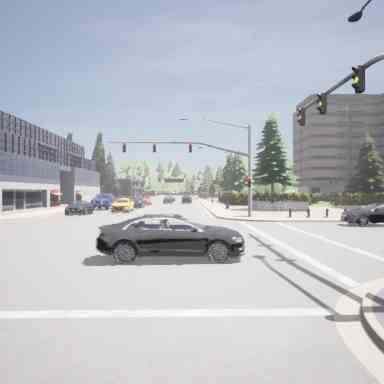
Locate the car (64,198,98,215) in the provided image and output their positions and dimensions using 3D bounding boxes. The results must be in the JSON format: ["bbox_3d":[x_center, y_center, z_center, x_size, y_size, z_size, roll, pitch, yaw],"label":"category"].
[{"bbox_3d":[-11.251,1.563,33.411,1.994,1.385,4.181,0,0,-1],"label":"car"}]

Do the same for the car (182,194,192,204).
[{"bbox_3d":[-0.993,1.503,64.899,1.837,1.490,4.892,0,0,-1],"label":"car"}]

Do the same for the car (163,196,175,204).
[{"bbox_3d":[-4.590,1.546,64.574,2.033,1.411,5.357,0,0,-1],"label":"car"}]

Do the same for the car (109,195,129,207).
[{"bbox_3d":[-11.512,1.351,52.664,2.097,1.767,4.553,0,0,-1],"label":"car"}]

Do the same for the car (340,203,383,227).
[{"bbox_3d":[12.497,1.491,22.183,4.902,1.511,2.128,0,0,-1],"label":"car"}]

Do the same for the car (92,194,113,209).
[{"bbox_3d":[-11.386,1.221,42.764,2.150,2.045,5.566,0,0,-1],"label":"car"}]

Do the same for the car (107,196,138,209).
[{"bbox_3d":[-7.816,1.477,37.804,1.882,1.535,5.008,0,0,-1],"label":"car"}]

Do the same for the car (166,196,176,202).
[{"bbox_3d":[-4.738,1.508,75.209,1.895,1.301,4.718,0,0,-1],"label":"car"}]

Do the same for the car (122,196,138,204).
[{"bbox_3d":[-11.611,1.490,62.922,2.128,1.511,4.902,0,0,0],"label":"car"}]

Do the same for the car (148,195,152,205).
[{"bbox_3d":[-8.065,1.351,57.155,2.097,1.767,4.553,0,0,-1],"label":"car"}]

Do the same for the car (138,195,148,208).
[{"bbox_3d":[-7.941,1.351,47.040,2.097,1.767,4.553,0,0,-1],"label":"car"}]

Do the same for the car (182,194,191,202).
[{"bbox_3d":[-1.232,1.354,74.964,2.097,1.767,4.553,0,0,-1],"label":"car"}]

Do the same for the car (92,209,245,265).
[{"bbox_3d":[-0.711,1.491,11.099,4.902,1.511,2.128,0,0,-3],"label":"car"}]
